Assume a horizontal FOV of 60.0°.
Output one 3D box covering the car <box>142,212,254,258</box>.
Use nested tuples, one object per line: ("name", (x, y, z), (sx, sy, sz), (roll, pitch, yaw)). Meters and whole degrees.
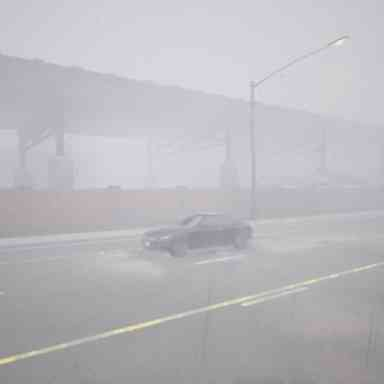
("car", (0.357, 1.523, 12.835), (4.674, 1.442, 1.812), (0, 0, -35))
